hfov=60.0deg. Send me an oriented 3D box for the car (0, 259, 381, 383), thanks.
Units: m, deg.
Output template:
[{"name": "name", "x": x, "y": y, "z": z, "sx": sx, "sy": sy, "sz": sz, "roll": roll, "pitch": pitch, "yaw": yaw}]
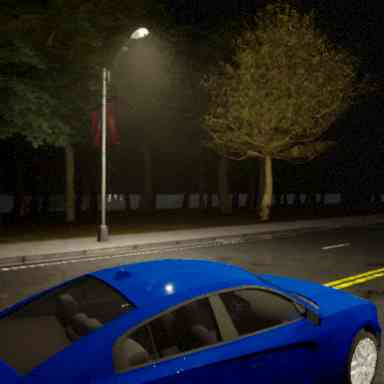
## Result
[{"name": "car", "x": 0.051, "y": 1.479, "z": 3.479, "sx": 5.008, "sy": 1.535, "sz": 1.882, "roll": 0, "pitch": 0, "yaw": -35}]
